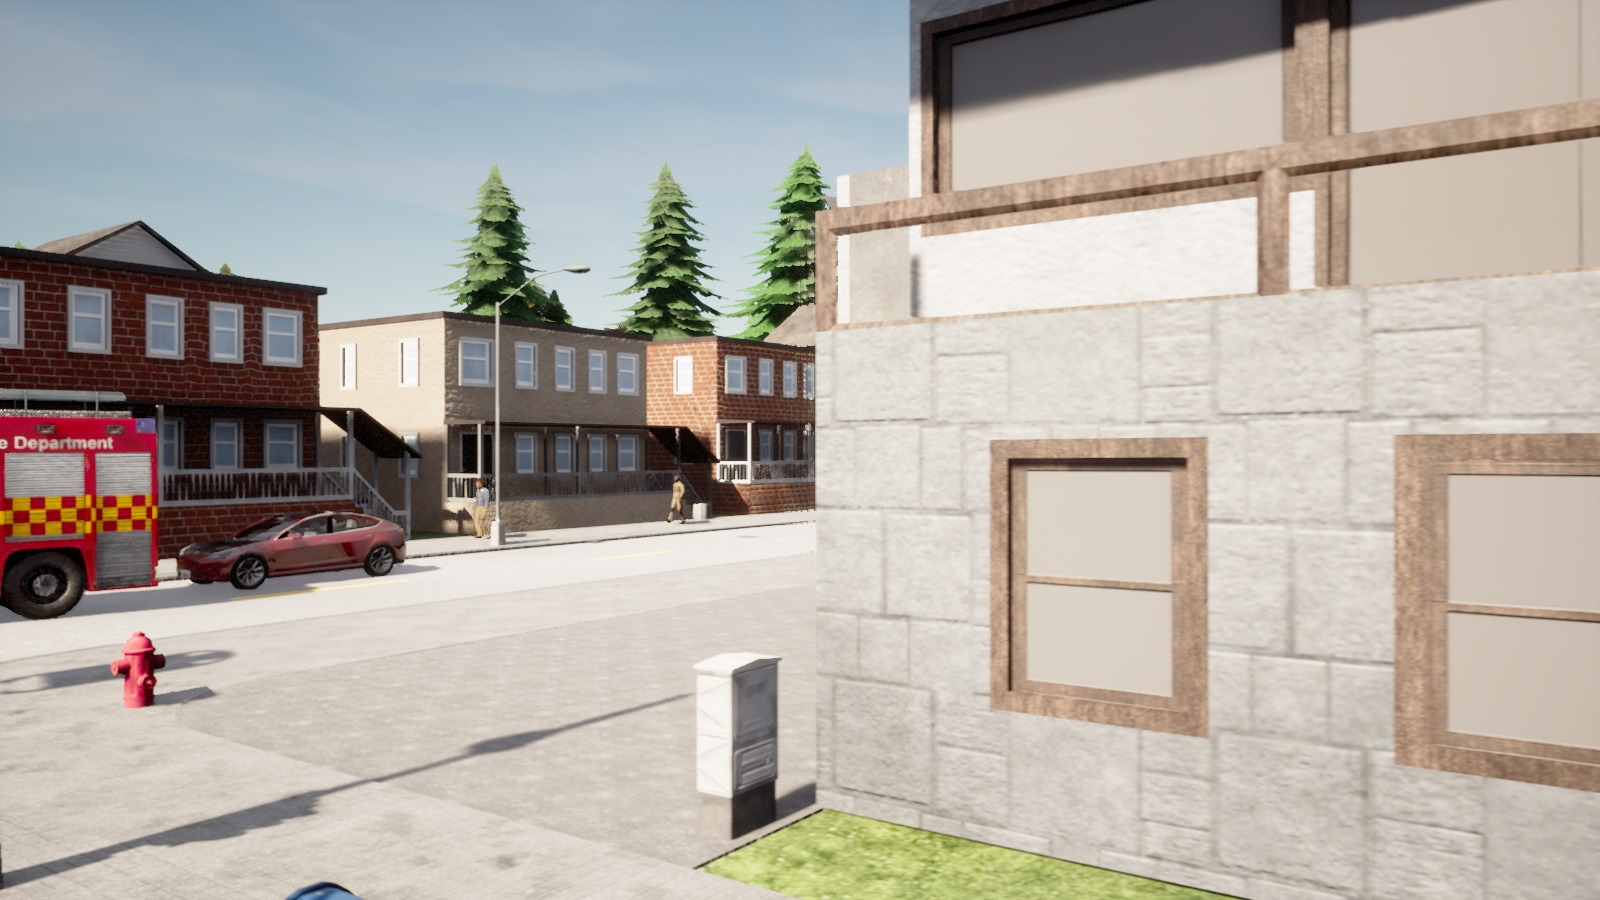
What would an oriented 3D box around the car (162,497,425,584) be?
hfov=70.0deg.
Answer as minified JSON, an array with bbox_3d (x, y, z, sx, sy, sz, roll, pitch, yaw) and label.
[{"bbox_3d":[-10.858,1.859,24.816,2.163,1.488,4.792,0,0,35],"label":"car"}]

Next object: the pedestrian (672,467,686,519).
[{"bbox_3d":[-4.366,1.543,41.240,0.375,1.860,0.375,0,0,32],"label":"pedestrian"}]

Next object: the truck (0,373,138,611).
[{"bbox_3d":[-15.471,0.685,17.787,8.468,3.827,2.891,0,0,-45],"label":"truck"}]

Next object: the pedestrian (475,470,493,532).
[{"bbox_3d":[-9.587,1.543,34.627,0.375,1.860,0.375,0,0,35],"label":"pedestrian"}]
